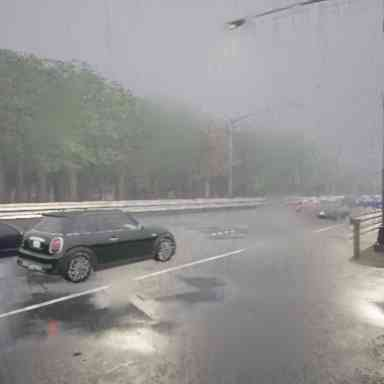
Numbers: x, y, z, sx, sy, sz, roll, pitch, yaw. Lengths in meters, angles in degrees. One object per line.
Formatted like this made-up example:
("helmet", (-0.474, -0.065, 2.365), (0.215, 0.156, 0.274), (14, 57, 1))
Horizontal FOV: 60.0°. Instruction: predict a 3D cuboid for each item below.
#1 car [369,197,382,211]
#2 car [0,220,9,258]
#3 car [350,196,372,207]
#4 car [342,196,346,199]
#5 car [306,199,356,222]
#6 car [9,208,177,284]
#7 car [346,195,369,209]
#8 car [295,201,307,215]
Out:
("car", (22.691, 1.424, 38.796), (1.882, 1.535, 5.008), (0, 0, 44))
("car", (-6.652, 1.477, 10.157), (2.033, 1.411, 5.357), (1, 0, 38))
("car", (27.256, 1.487, 53.539), (4.181, 1.385, 1.994), (-3, 2, -45))
("car", (24.187, 1.364, 50.210), (1.837, 1.490, 4.892), (0, -5, 43))
("car", (10.857, 1.515, 25.836), (1.994, 1.385, 4.181), (1, 0, 41))
("car", (-2.504, 1.308, 9.875), (2.097, 1.767, 4.553), (1, 0, 39))
("car", (22.369, 1.272, 43.464), (2.097, 1.767, 4.553), (1, 0, 45))
("car", (11.703, 1.524, 31.925), (1.895, 1.301, 4.718), (1, 0, 42))
